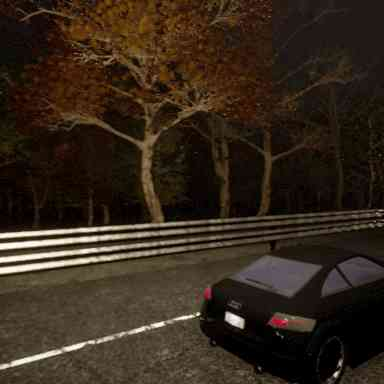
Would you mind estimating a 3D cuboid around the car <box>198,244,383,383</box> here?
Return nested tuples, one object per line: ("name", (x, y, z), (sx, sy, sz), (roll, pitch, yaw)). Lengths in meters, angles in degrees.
("car", (2.157, 1.557, 5.300), (4.181, 1.385, 1.994), (0, 0, -36))
